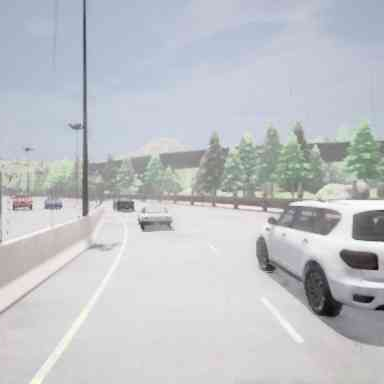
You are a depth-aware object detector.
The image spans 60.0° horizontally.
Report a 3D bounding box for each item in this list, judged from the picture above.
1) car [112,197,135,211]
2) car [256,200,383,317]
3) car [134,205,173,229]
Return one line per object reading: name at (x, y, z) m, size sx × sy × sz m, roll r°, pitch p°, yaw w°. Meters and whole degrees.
car at (-7.992, 1.378, 38.559) m, size 1.882 × 1.535 × 5.008 m, roll 0°, pitch 0°, yaw -22°
car at (3.147, 1.182, 7.580) m, size 2.150 × 2.045 × 5.566 m, roll 0°, pitch 0°, yaw -4°
car at (-2.483, 1.537, 21.401) m, size 1.895 × 1.301 × 4.718 m, roll 0°, pitch 0°, yaw -12°
